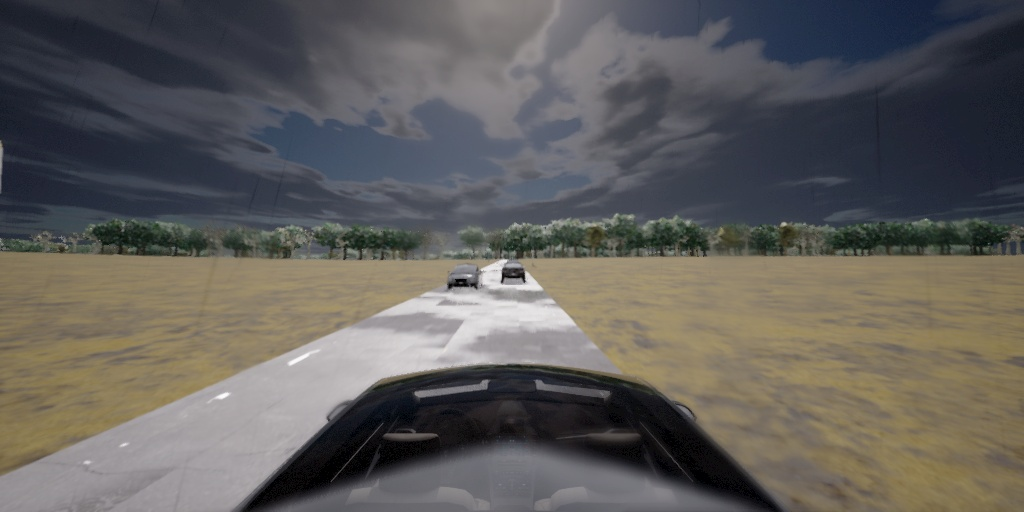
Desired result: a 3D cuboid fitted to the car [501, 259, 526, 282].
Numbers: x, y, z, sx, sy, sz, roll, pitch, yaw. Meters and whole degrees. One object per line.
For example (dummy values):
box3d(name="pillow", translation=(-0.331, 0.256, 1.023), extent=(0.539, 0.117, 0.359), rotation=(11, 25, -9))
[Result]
box3d(name="car", translation=(0.100, 1.199, 28.962), extent=(1.882, 1.535, 5.008), rotation=(0, 0, 0))

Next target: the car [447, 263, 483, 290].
box3d(name="car", translation=(-2.843, 1.240, 22.427), extent=(1.837, 1.490, 4.892), rotation=(0, 0, 0))
